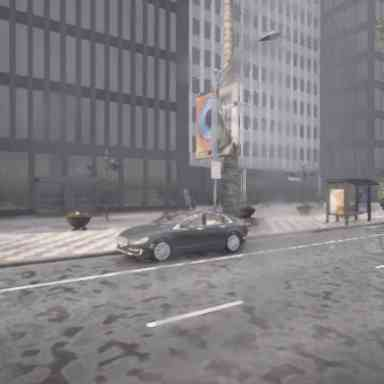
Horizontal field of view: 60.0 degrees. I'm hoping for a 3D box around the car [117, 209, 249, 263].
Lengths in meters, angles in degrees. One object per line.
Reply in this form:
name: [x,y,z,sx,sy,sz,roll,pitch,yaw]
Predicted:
car: [-0.173,1.390,11.694,4.892,1.521,2.231,0,1,-34]
